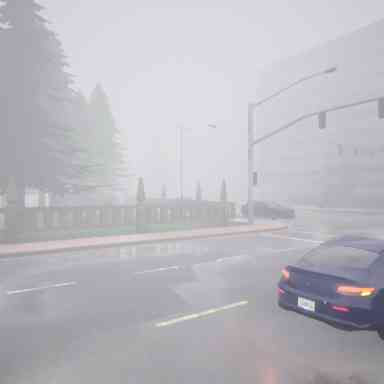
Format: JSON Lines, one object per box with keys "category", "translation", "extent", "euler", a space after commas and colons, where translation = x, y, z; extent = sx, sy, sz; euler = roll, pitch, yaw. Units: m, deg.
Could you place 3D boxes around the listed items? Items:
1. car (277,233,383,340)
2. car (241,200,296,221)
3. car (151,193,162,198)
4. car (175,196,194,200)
{"category": "car", "translation": [3.609, 1.526, 6.341], "extent": [4.674, 1.442, 1.812], "euler": [0, 0, -35]}
{"category": "car", "translation": [6.113, 1.422, 27.011], "extent": [1.882, 1.535, 5.008], "euler": [0, 0, -31]}
{"category": "car", "translation": [-5.950, 1.166, 59.391], "extent": [2.150, 2.045, 5.566], "euler": [0, 0, 2]}
{"category": "car", "translation": [-0.643, 1.296, 38.061], "extent": [2.097, 1.767, 4.553], "euler": [0, 0, -27]}
